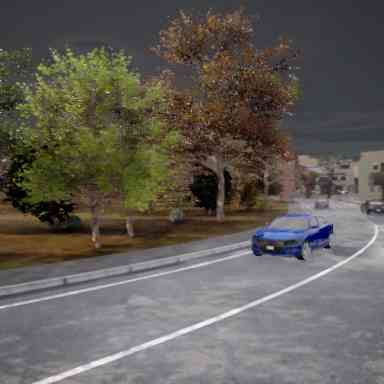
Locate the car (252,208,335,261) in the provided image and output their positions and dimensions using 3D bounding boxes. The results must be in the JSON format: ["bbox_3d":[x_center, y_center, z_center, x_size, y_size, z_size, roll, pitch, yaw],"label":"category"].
[{"bbox_3d":[4.132,1.606,13.119,1.882,1.535,5.008,-1,-1,38],"label":"car"}]

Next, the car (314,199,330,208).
[{"bbox_3d":[19.840,1.773,50.864,1.812,1.442,4.674,-2,-1,17],"label":"car"}]

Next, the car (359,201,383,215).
[{"bbox_3d":[18.769,1.615,34.450,1.812,1.442,4.674,-1,-1,18],"label":"car"}]
